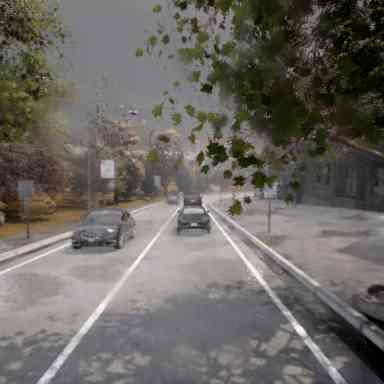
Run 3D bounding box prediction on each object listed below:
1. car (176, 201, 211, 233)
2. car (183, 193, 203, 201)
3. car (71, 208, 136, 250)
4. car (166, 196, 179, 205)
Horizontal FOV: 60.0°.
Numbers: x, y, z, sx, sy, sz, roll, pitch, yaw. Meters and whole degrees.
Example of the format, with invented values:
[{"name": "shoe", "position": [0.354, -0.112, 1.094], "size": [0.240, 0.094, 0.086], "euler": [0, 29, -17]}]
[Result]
[{"name": "car", "position": [0.099, 1.490, 19.326], "size": [1.812, 1.442, 4.674], "euler": [0, 0, 0]}, {"name": "car", "position": [0.100, 1.125, 40.086], "size": [2.150, 2.045, 5.566], "euler": [0, 1, 0]}, {"name": "car", "position": [-3.599, 1.479, 14.302], "size": [1.837, 1.490, 4.892], "euler": [0, 0, 0]}, {"name": "car", "position": [-3.216, 1.405, 56.167], "size": [1.812, 1.442, 4.674], "euler": [0, 0, 4]}]
